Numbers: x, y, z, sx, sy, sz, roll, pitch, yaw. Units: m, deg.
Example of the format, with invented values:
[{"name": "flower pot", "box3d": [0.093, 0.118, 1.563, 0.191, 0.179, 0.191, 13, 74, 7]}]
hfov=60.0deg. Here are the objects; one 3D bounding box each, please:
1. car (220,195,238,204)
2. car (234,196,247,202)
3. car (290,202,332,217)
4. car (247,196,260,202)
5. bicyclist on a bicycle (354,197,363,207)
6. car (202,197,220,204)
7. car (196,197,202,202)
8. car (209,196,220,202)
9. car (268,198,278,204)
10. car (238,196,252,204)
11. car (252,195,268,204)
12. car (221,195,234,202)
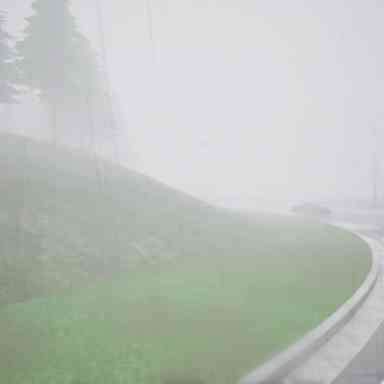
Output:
[{"name": "car", "box3d": [7.775, 1.678, 74.980, 2.150, 2.045, 5.566, 0, 0, -11]}, {"name": "car", "box3d": [12.616, 1.863, 86.534, 1.837, 1.490, 4.892, 0, 0, -11]}, {"name": "car", "box3d": [12.307, 1.756, 34.676, 2.033, 1.411, 5.357, 0, 0, -11]}, {"name": "car", "box3d": [16.049, 1.865, 87.216, 1.837, 1.490, 4.892, 0, 0, -11]}, {"name": "bicyclist on a bicycle", "box3d": [26.857, 1.617, 53.677, 1.656, 1.620, 0.582, 0, 0, -11]}, {"name": "car", "box3d": [4.261, 2.008, 74.705, 1.994, 1.385, 4.181, 0, 0, -11]}, {"name": "car", "box3d": [2.306, 1.953, 84.546, 1.895, 1.301, 4.718, 0, 0, -11]}, {"name": "car", "box3d": [5.750, 1.883, 85.170, 1.812, 1.442, 4.674, 0, 0, -11]}, {"name": "car", "box3d": [18.080, 1.998, 76.995, 2.033, 1.411, 5.357, 0, 0, -11]}, {"name": "car", "box3d": [11.214, 1.932, 75.631, 1.882, 1.535, 5.008, 0, 0, -11]}, {"name": "car", "box3d": [14.641, 1.681, 76.344, 2.150, 2.045, 5.566, 0, 0, -11]}, {"name": "car", "box3d": [9.189, 1.716, 85.823, 2.097, 1.767, 4.553, 0, 0, -11]}]
